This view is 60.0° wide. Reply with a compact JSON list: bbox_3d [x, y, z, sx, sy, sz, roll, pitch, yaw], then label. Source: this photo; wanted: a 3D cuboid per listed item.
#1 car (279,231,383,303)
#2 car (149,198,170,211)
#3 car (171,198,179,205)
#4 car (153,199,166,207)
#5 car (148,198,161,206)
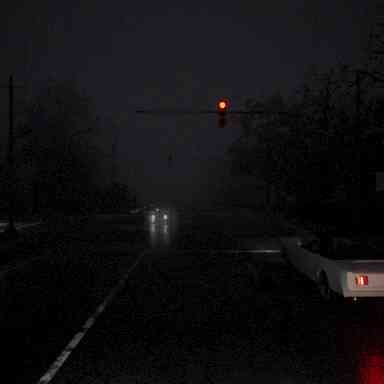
[{"bbox_3d":[3.587,1.601,8.152,1.895,1.301,4.718,0,0,0],"label":"car"},{"bbox_3d":[-4.017,1.579,41.115,1.812,1.442,4.674,0,-1,-3],"label":"car"},{"bbox_3d":[-5.056,2.125,73.620,1.882,1.535,5.008,0,-1,-19],"label":"car"},{"bbox_3d":[-6.071,1.958,61.664,1.994,1.385,4.181,0,-1,-10],"label":"car"},{"bbox_3d":[-8.105,2.123,71.658,1.837,1.490,4.892,0,-1,-16],"label":"car"}]
